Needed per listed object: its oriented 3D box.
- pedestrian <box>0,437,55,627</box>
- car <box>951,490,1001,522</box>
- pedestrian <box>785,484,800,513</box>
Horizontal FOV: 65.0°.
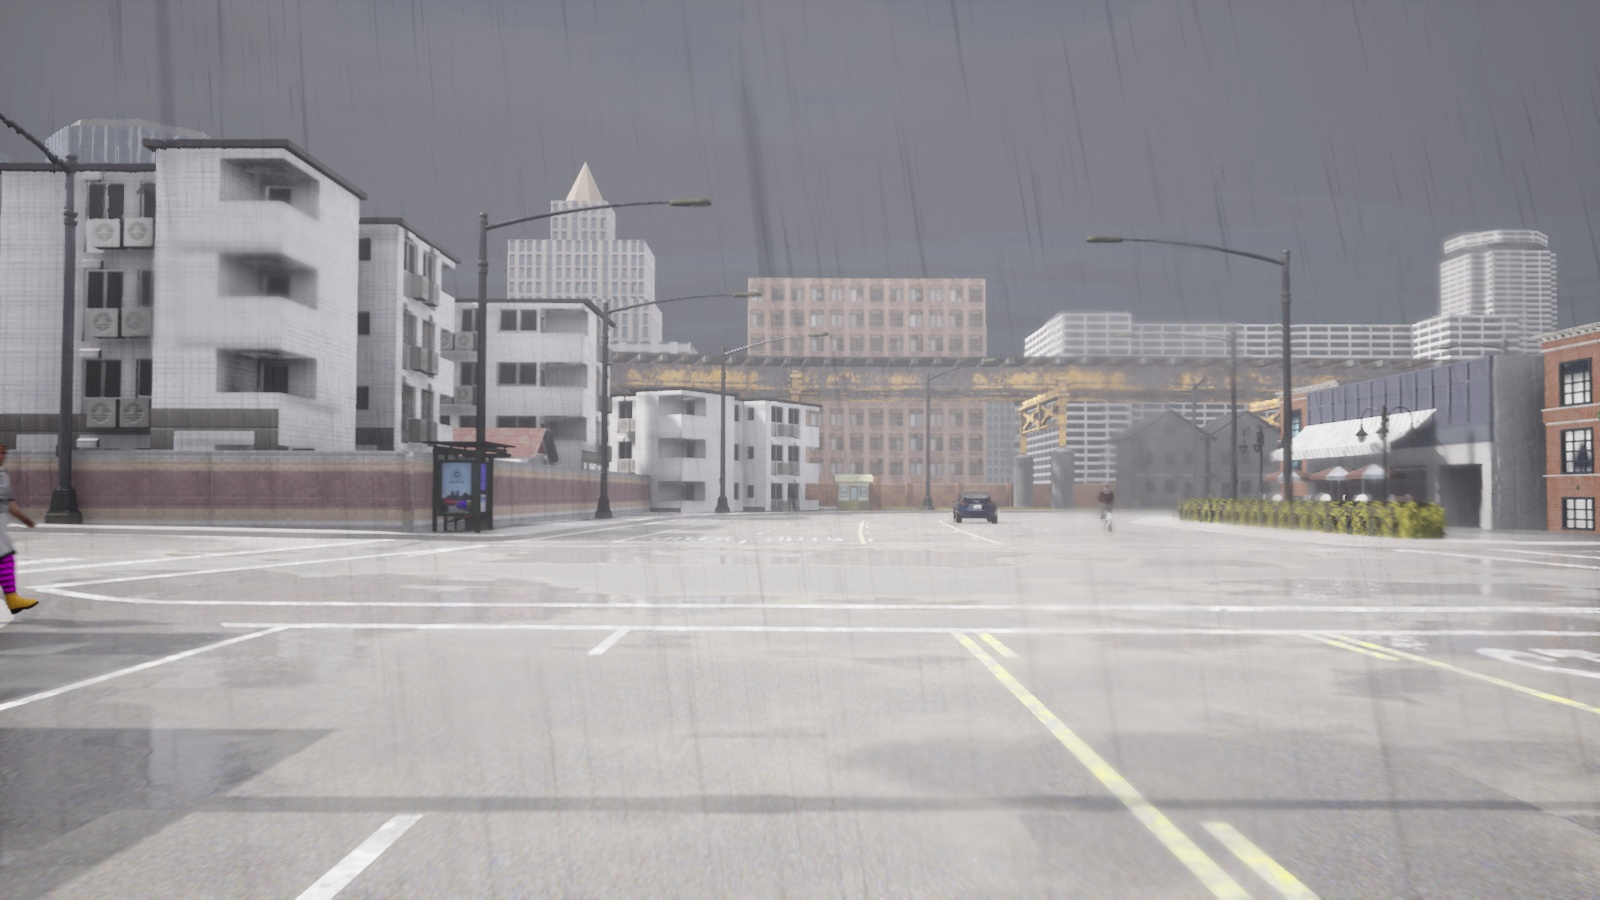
[{"bbox_3d":[-8.458,0.848,13.197,0.873,1.952,0.659,0,-2,-11],"label":"pedestrian"},{"bbox_3d":[8.533,2.721,61.265,2.163,1.488,4.792,0,-2,5],"label":"car"},{"bbox_3d":[-0.505,3.127,81.584,0.563,1.883,0.849,-2,-2,34],"label":"pedestrian"}]
